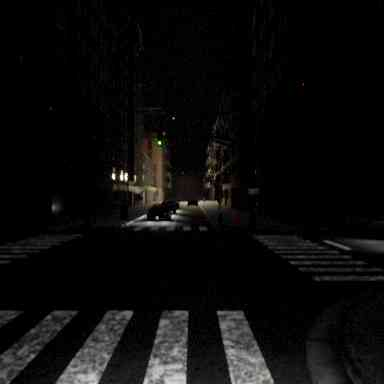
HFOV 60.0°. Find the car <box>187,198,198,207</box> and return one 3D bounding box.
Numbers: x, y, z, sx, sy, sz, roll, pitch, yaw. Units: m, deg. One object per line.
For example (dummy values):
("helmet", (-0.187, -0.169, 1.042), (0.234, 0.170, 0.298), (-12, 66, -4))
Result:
("car", (0.128, 1.824, 59.417), (1.882, 1.535, 5.008), (0, 0, 0))

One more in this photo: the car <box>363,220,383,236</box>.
("car", (11.643, 1.664, 17.460), (4.829, 1.417, 1.752), (0, -1, 0))

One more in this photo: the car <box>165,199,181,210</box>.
("car", (-2.819, 1.786, 49.793), (2.128, 1.511, 4.902), (0, 0, 0))

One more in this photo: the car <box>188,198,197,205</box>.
("car", (0.135, 1.925, 69.560), (1.812, 1.442, 4.674), (0, 0, 0))

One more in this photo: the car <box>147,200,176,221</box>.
("car", (-2.830, 1.728, 29.770), (2.033, 1.411, 5.357), (0, 0, 0))

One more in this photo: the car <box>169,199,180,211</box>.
("car", (-2.822, 1.729, 39.592), (2.128, 1.511, 4.902), (0, 0, 0))
